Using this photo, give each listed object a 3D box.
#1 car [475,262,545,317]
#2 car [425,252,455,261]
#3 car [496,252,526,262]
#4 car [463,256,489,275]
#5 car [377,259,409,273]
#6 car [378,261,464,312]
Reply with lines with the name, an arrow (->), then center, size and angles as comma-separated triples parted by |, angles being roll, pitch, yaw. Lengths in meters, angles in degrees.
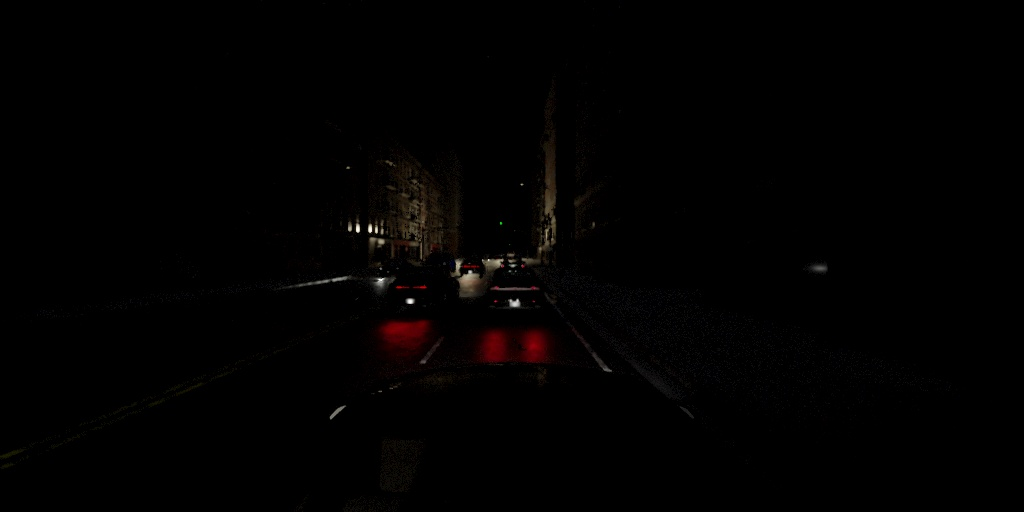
car -> 0.080, 1.125, 12.613 | 2.128, 1.511, 4.902 | 0, 1, 0
car -> -6.614, 0.636, 33.143 | 2.150, 2.045, 5.566 | 0, 0, 0
car -> 0.050, 0.806, 29.151 | 2.097, 1.767, 4.553 | 0, 1, 0
car -> -3.203, 0.952, 29.848 | 1.837, 1.490, 4.892 | 0, 1, 0
car -> -9.876, 0.963, 30.907 | 1.812, 1.442, 4.674 | 0, 0, 0
car -> -3.171, 1.128, 13.574 | 1.837, 1.490, 4.892 | 0, 1, 0
